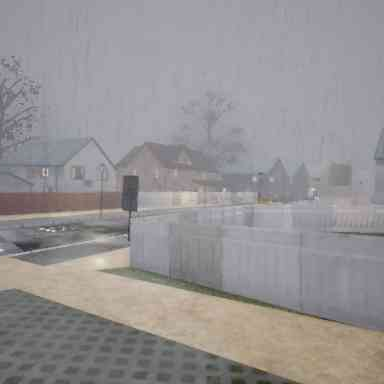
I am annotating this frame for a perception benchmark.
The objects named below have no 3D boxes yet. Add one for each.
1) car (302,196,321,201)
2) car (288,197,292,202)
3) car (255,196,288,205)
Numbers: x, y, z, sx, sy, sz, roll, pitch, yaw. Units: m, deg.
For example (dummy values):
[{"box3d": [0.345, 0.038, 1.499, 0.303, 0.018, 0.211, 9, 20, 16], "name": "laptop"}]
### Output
[{"box3d": [18.314, 1.395, 50.651, 2.128, 1.511, 4.902, 4, 3, 40], "name": "car"}, {"box3d": [13.017, 1.289, 48.537, 2.128, 1.511, 4.902, 4, 3, 39], "name": "car"}, {"box3d": [9.083, 1.425, 38.945, 1.882, 1.535, 5.008, 4, 2, 36], "name": "car"}]
